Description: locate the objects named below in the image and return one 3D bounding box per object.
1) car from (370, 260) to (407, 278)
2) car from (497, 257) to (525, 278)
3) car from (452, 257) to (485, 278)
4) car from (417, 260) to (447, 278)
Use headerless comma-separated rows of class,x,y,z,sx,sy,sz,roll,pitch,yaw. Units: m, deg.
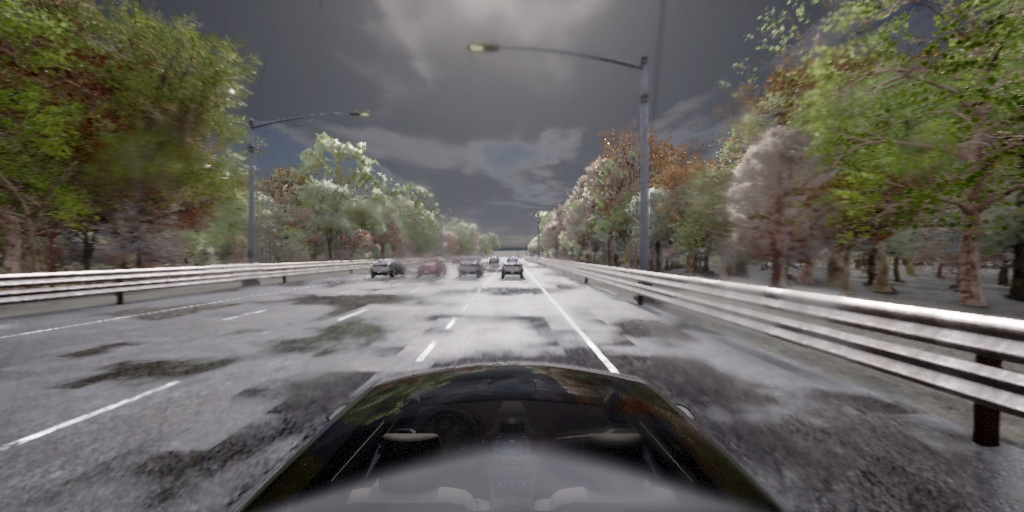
car,-10.446,1.069,30.622,2.128,1.511,4.902,0,0,1
car,0.056,1.067,30.923,2.128,1.511,4.902,0,0,1
car,-3.444,1.067,30.937,2.128,1.511,4.902,0,0,1
car,-6.941,1.098,31.409,1.812,1.442,4.674,0,1,1
